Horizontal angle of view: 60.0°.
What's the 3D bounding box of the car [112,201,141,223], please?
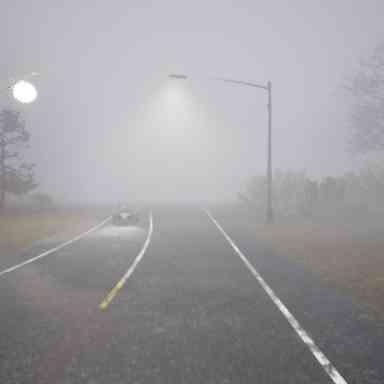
[{"bbox_3d":[-4.955,1.481,25.468,2.128,1.511,4.902,0,0,-7],"label":"car"}]
